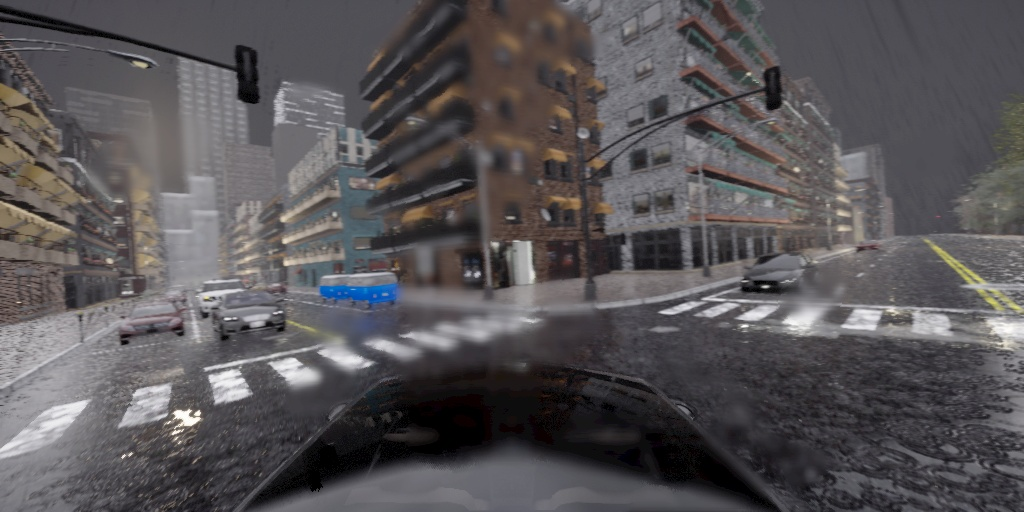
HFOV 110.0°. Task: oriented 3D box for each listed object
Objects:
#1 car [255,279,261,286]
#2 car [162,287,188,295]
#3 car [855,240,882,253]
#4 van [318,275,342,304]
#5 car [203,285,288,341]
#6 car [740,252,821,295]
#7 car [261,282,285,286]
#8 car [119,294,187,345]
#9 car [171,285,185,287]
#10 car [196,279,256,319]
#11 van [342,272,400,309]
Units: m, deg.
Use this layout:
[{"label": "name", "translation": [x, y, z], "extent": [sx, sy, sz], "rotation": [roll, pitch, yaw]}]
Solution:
[{"label": "car", "translation": [-34.033, 4.238, 48.617], "extent": [1.751, 1.417, 4.829], "rotation": [0, 0, -42]}, {"label": "car", "translation": [-32.573, 4.060, 34.609], "extent": [1.802, 1.307, 4.207], "rotation": [0, 0, -42]}, {"label": "car", "translation": [39.493, -1.053, 39.706], "extent": [4.718, 1.301, 1.895], "rotation": [-3, 0, -42]}, {"label": "van", "translation": [-11.354, 2.138, 23.652], "extent": [1.690, 1.789, 3.998], "rotation": [0, 0, -42]}, {"label": "car", "translation": [-9.911, 2.081, 13.416], "extent": [2.128, 1.511, 4.902], "rotation": [-4, -1, -43]}, {"label": "car", "translation": [10.494, 0.641, 13.957], "extent": [4.892, 1.490, 1.837], "rotation": [-6, 1, -42]}, {"label": "car", "translation": [-26.397, 3.656, 40.212], "extent": [1.802, 1.307, 4.207], "rotation": [0, 0, -42]}, {"label": "car", "translation": [-13.769, 2.464, 13.910], "extent": [1.802, 1.307, 4.207], "rotation": [0, 0, -42]}, {"label": "car", "translation": [-36.333, 4.237, 38.749], "extent": [1.967, 1.591, 4.097], "rotation": [0, 0, -42]}, {"label": "car", "translation": [-17.199, 2.430, 21.402], "extent": [2.150, 2.045, 5.566], "rotation": [-4, -1, -43]}, {"label": "van", "translation": [-7.593, 1.819, 19.511], "extent": [1.690, 1.789, 3.998], "rotation": [0, 0, -42]}]
